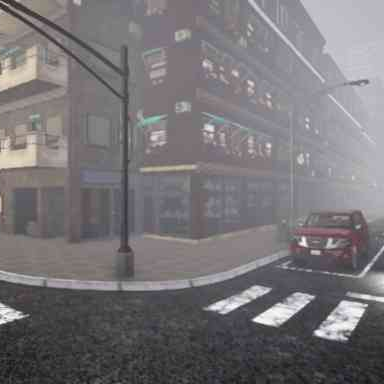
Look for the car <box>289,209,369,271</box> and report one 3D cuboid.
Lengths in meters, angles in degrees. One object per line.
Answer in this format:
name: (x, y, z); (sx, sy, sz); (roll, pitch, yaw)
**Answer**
car: (5.260, 1.597, 12.356); (2.192, 1.841, 5.009); (-1, -2, 35)
